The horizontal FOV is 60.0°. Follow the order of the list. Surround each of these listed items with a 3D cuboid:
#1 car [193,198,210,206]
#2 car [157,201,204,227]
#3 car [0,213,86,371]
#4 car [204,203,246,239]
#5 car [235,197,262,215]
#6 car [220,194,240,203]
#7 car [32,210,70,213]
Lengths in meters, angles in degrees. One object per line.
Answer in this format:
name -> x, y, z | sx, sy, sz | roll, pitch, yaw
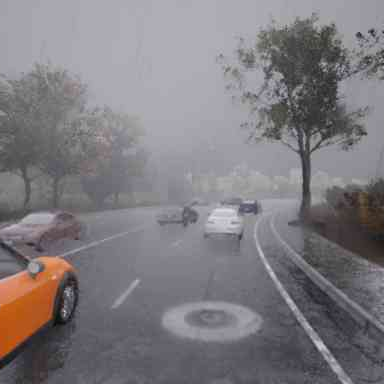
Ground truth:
car -> 1.245, 1.595, 51.432 | 1.994, 1.385, 4.181 | 0, 0, 24
car -> -0.838, 1.561, 22.734 | 2.033, 1.411, 5.357 | 0, 0, 12
car -> -3.161, 1.343, 4.236 | 2.097, 1.767, 4.553 | 0, 0, 2
car -> 1.743, 1.549, 17.332 | 1.812, 1.442, 4.674 | 0, 0, 9
car -> 6.141, 1.537, 34.726 | 1.882, 1.535, 5.008 | 0, 0, 18
car -> 6.349, 1.283, 54.164 | 2.150, 2.045, 5.566 | 0, 0, 26
car -> -6.040, 1.510, 13.826 | 1.812, 1.442, 4.674 | 0, 0, 8
